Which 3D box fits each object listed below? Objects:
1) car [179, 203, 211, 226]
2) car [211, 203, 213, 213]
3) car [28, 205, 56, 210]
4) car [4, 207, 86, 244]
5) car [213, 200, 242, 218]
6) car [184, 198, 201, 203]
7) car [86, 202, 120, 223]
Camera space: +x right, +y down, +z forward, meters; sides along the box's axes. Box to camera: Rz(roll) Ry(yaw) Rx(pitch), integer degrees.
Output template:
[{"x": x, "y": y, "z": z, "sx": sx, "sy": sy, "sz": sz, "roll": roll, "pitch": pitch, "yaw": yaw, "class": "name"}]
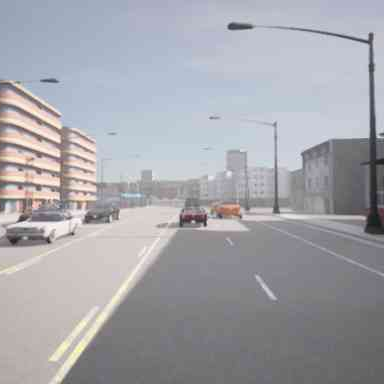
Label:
[{"x": 0.086, "y": 1.670, "z": 23.858, "sx": 1.895, "sy": 1.301, "sz": 4.718, "roll": 0, "pitch": -1, "yaw": 0, "class": "car"}, {"x": 3.522, "y": 2.175, "z": 46.066, "sx": 1.882, "sy": 1.535, "sz": 5.008, "roll": 0, "pitch": -2, "yaw": 0, "class": "car"}, {"x": -10.514, "y": 1.641, "z": 23.621, "sx": 1.994, "sy": 1.385, "sz": 4.181, "roll": 0, "pitch": -1, "yaw": 0, "class": "car"}, {"x": -7.009, "y": 1.634, "z": 16.201, "sx": 1.895, "sy": 1.301, "sz": 4.718, "roll": 0, "pitch": 0, "yaw": 0, "class": "car"}, {"x": 3.493, "y": 1.560, "z": 31.911, "sx": 2.097, "sy": 1.767, "sz": 4.553, "roll": 0, "pitch": -1, "yaw": 0, "class": "car"}, {"x": 0.065, "y": 1.843, "z": 44.301, "sx": 2.150, "sy": 2.045, "sz": 5.566, "roll": 0, "pitch": -2, "yaw": 0, "class": "car"}, {"x": -7.015, "y": 1.611, "z": 26.514, "sx": 1.837, "sy": 1.490, "sz": 4.892, "roll": 0, "pitch": -1, "yaw": 0, "class": "car"}]
